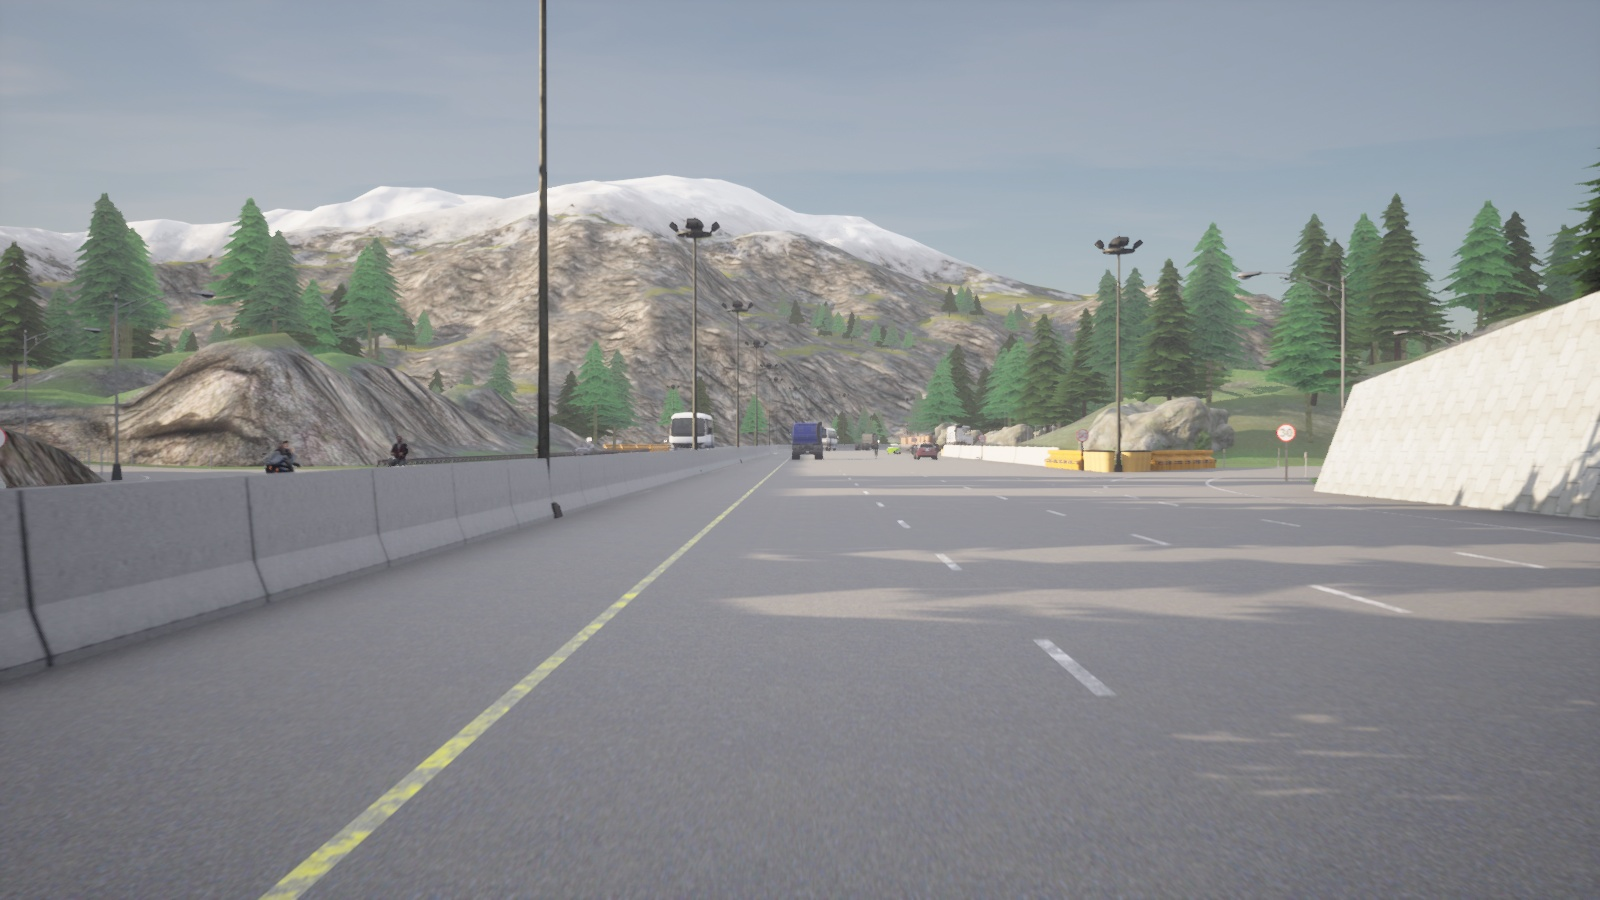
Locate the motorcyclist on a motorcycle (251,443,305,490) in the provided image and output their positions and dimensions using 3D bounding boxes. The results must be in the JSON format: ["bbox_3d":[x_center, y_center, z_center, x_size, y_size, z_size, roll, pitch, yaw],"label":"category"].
[{"bbox_3d":[-17.249,0.533,41.561,0.866,1.530,2.191,0,0,0],"label":"motorcyclist on a motorcycle"}]
